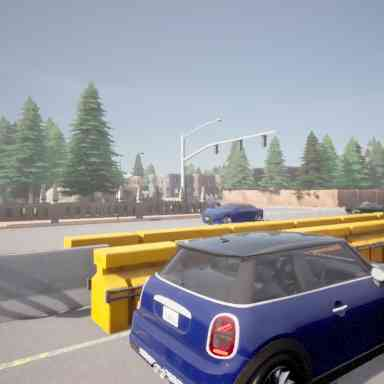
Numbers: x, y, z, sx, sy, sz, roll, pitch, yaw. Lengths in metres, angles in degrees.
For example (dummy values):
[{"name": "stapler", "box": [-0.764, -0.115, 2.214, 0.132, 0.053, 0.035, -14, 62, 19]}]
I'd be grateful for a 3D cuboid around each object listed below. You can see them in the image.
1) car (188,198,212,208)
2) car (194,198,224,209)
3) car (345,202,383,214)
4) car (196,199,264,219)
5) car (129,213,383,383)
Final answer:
[{"name": "car", "box": [1.085, 1.526, 42.536, 1.812, 1.442, 4.674, 0, 0, -35]}, {"name": "car", "box": [2.353, 1.564, 46.795, 1.994, 1.385, 4.181, 0, 0, -35]}, {"name": "car", "box": [16.572, 1.601, 30.187, 4.718, 1.301, 1.895, 0, 0, 37]}, {"name": "car", "box": [2.931, 1.478, 23.132, 5.008, 1.535, 1.882, 0, 1, -39]}, {"name": "car", "box": [1.502, 1.352, 4.797, 4.553, 1.767, 2.097, 0, 0, -35]}]
